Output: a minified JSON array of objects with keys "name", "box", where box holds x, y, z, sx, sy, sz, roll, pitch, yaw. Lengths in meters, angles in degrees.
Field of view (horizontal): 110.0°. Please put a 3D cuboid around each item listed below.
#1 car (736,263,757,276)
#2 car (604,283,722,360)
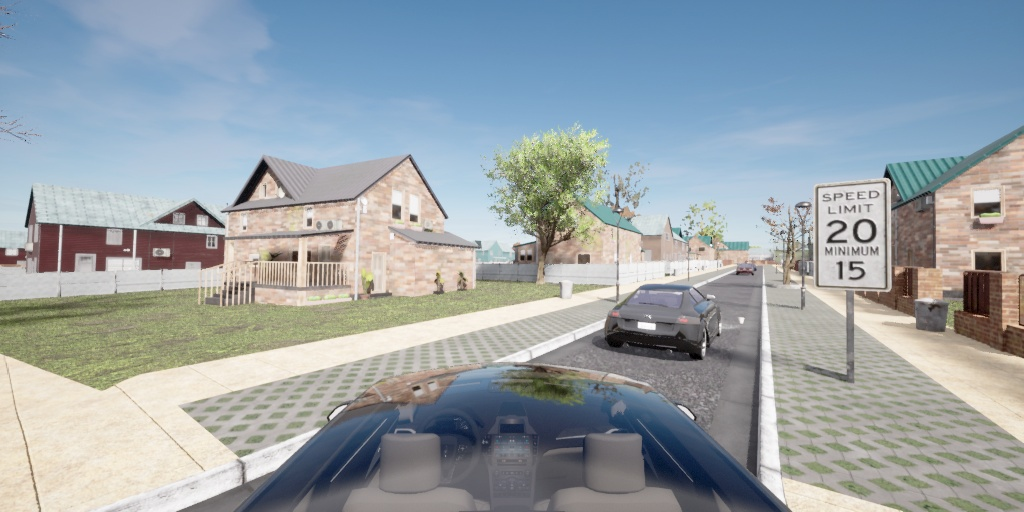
[{"name":"car","box":[28.796,1.633,44.232,2.033,1.411,5.357,0,0,35]},{"name":"car","box":[3.801,1.360,8.704,1.994,1.385,4.181,0,0,35]}]
